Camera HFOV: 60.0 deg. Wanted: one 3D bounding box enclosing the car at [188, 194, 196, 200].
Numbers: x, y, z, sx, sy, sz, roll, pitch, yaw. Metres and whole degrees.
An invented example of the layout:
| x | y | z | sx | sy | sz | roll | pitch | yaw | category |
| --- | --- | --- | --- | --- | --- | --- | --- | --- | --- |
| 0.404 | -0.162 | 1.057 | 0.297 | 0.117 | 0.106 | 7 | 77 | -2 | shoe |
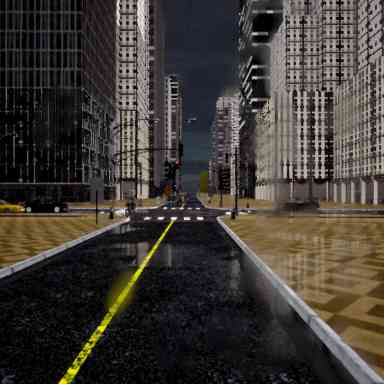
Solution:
| x | y | z | sx | sy | sz | roll | pitch | yaw | category |
| --- | --- | --- | --- | --- | --- | --- | --- | --- | --- |
| 0.051 | 1.342 | 93.584 | 2.128 | 1.511 | 4.902 | 0 | 0 | 0 | car |

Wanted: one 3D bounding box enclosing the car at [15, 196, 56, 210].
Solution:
| x | y | z | sx | sy | sz | roll | pitch | yaw | category |
| --- | --- | --- | --- | --- | --- | --- | --- | --- | --- |
| -19.183 | 1.361 | 40.968 | 4.097 | 1.590 | 1.967 | 0 | -1 | -1 | car |

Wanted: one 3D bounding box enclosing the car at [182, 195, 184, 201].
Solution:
| x | y | z | sx | sy | sz | roll | pitch | yaw | category |
| --- | --- | --- | --- | --- | --- | --- | --- | --- | --- |
| -2.971 | 1.540 | 68.707 | 2.033 | 1.411 | 5.357 | 0 | 0 | 0 | car |

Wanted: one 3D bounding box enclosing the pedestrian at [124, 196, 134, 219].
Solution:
| x | y | z | sx | sy | sz | roll | pitch | yaw | category |
| --- | --- | --- | --- | --- | --- | --- | --- | --- | --- |
| -5.058 | 1.137 | 26.603 | 0.375 | 1.860 | 0.375 | 0 | 0 | 0 | pedestrian |

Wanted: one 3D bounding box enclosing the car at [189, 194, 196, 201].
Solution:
| x | y | z | sx | sy | sz | roll | pitch | yaw | category |
| --- | --- | --- | --- | --- | --- | --- | --- | --- | --- |
| 0.045 | 1.520 | 83.163 | 2.033 | 1.411 | 5.357 | 0 | 0 | 0 | car |

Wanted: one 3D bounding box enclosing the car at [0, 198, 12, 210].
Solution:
| x | y | z | sx | sy | sz | roll | pitch | yaw | category |
| --- | --- | --- | --- | --- | --- | --- | --- | --- | --- |
| -24.860 | 1.438 | 40.847 | 4.403 | 1.369 | 2.008 | 0 | -1 | -1 | car |

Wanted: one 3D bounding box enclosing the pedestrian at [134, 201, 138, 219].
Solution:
| x | y | z | sx | sy | sz | roll | pitch | yaw | category |
| --- | --- | --- | --- | --- | --- | --- | --- | --- | --- |
| -4.887 | 1.293 | 27.284 | 0.375 | 1.860 | 0.375 | 0 | 0 | 0 | pedestrian |

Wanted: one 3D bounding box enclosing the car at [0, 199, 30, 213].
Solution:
| x | y | z | sx | sy | sz | roll | pitch | yaw | category |
| --- | --- | --- | --- | --- | --- | --- | --- | --- | --- |
| -18.877 | 1.415 | 32.332 | 4.829 | 1.417 | 1.752 | 0 | -1 | -1 | car |

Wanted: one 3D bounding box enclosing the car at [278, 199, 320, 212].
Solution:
| x | y | z | sx | sy | sz | roll | pitch | yaw | category |
| --- | --- | --- | --- | --- | --- | --- | --- | --- | --- |
| 12.305 | 1.561 | 38.747 | 4.902 | 1.511 | 2.128 | 0 | 0 | -3 | car |

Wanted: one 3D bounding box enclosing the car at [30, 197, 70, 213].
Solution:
| x | y | z | sx | sy | sz | roll | pitch | yaw | category |
| --- | --- | --- | --- | --- | --- | --- | --- | --- | --- |
| -15.403 | 1.424 | 35.101 | 4.892 | 1.490 | 1.837 | 0 | 0 | -1 | car |

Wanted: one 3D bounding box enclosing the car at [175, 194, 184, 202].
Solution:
| x | y | z | sx | sy | sz | roll | pitch | yaw | category |
| --- | --- | --- | --- | --- | --- | --- | --- | --- | --- |
| -2.956 | 1.345 | 79.000 | 2.097 | 1.767 | 4.553 | 0 | 0 | 0 | car |

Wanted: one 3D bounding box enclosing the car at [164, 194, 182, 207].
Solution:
| x | y | z | sx | sy | sz | roll | pitch | yaw | category |
| --- | --- | --- | --- | --- | --- | --- | --- | --- | --- |
| -3.087 | 1.349 | 51.907 | 2.097 | 1.767 | 4.553 | 0 | 0 | 1 | car |
